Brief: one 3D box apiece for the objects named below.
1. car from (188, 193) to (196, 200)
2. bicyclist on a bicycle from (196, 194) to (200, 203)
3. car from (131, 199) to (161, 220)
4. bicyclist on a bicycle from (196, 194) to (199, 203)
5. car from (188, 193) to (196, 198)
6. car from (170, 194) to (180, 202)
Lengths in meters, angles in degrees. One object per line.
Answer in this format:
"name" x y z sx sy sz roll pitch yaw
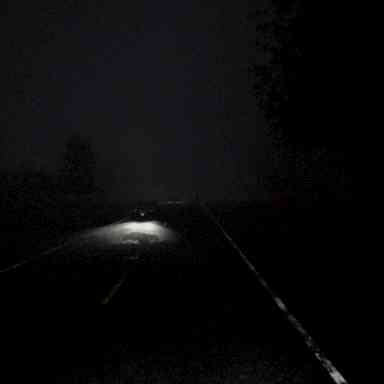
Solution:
"car" -0.013 1.151 76.431 2.033 1.411 5.357 0 0 0
"bicyclist on a bicycle" 0.954 1.193 52.506 0.582 1.620 1.656 0 0 0
"car" -3.603 1.363 26.685 2.128 1.511 4.902 0 0 0
"bicyclist on a bicycle" 0.952 1.145 61.658 0.582 1.620 1.656 0 0 0
"car" -0.016 0.939 90.661 1.994 1.385 4.181 0 0 0
"car" -3.513 1.135 67.648 1.882 1.535 5.008 0 1 0
